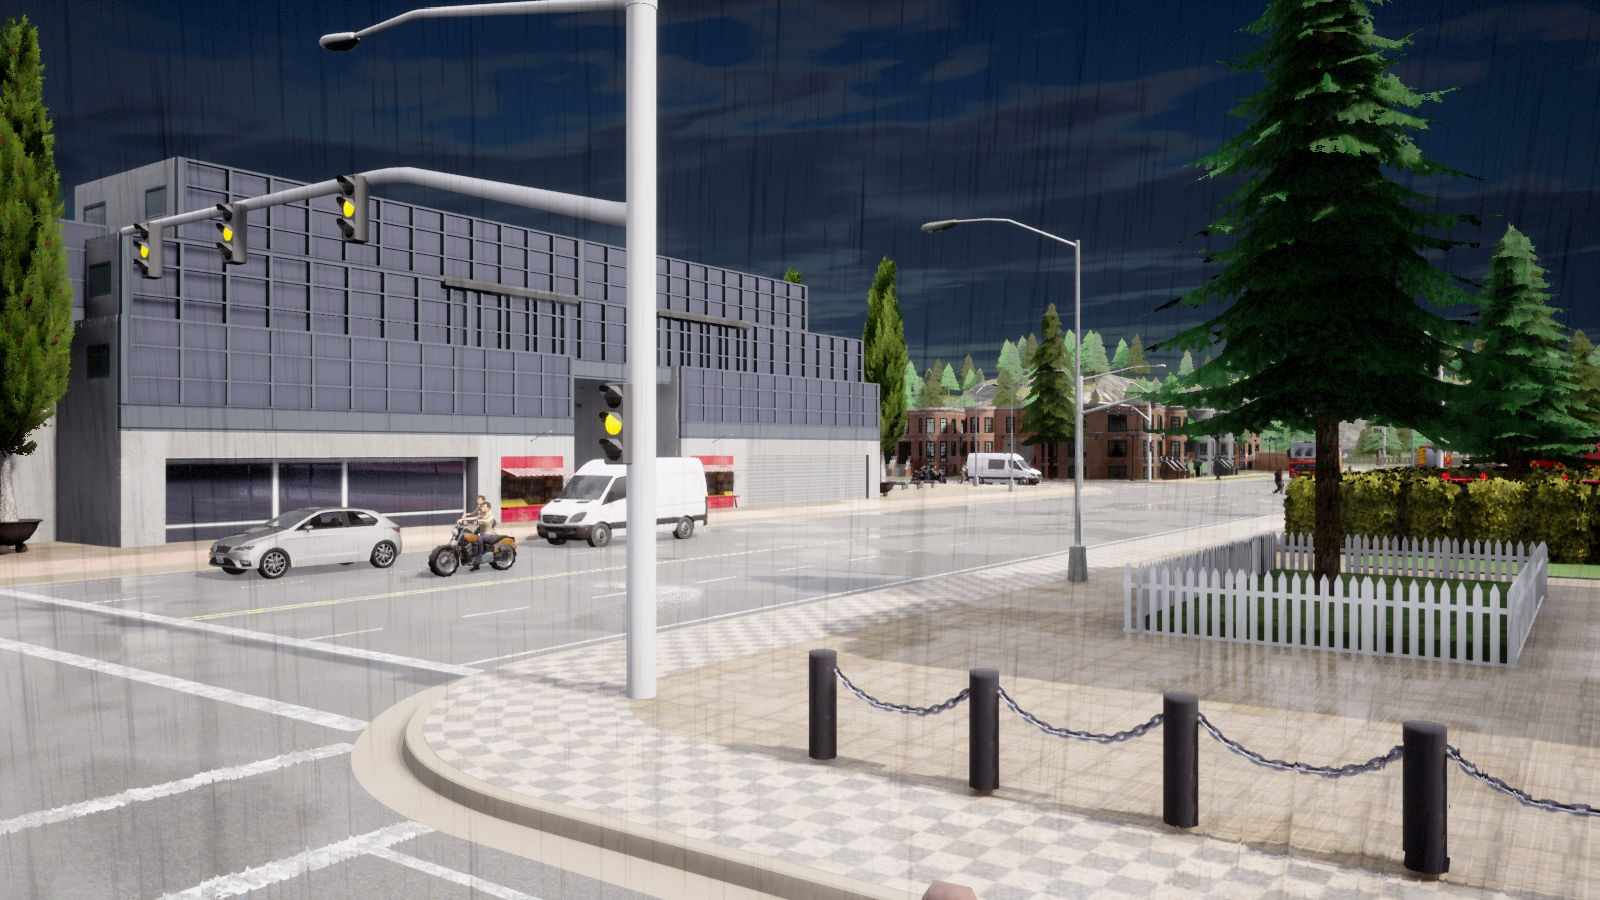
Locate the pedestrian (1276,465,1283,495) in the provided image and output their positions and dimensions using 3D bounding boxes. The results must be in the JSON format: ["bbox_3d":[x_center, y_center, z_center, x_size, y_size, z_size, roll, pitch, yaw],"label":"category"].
[{"bbox_3d":[29.575,1.848,70.434,0.375,1.860,0.375,0,0,31],"label":"pedestrian"}]

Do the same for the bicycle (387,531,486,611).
[{"bbox_3d":[-6.568,2.158,20.673,0.859,1.276,1.487,0,0,35],"label":"bicycle"}]

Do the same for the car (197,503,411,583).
[{"bbox_3d":[-11.323,2.066,26.349,1.816,1.474,4.193,0,0,35],"label":"car"}]

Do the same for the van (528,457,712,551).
[{"bbox_3d":[-5.344,1.533,34.832,1.988,2.561,5.915,0,0,35],"label":"van"}]

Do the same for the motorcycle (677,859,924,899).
[{"bbox_3d":[0.509,2.205,3.428,2.209,1.251,0.867,0,0,35],"label":"motorcycle"}]
